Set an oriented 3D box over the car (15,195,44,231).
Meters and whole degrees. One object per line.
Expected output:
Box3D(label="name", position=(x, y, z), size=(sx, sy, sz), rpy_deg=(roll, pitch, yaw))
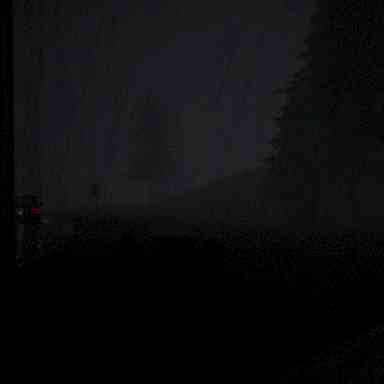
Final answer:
Box3D(label="car", position=(-10.363, 1.215, 20.258), size=(2.150, 2.045, 5.566), rpy_deg=(0, 0, -25))
